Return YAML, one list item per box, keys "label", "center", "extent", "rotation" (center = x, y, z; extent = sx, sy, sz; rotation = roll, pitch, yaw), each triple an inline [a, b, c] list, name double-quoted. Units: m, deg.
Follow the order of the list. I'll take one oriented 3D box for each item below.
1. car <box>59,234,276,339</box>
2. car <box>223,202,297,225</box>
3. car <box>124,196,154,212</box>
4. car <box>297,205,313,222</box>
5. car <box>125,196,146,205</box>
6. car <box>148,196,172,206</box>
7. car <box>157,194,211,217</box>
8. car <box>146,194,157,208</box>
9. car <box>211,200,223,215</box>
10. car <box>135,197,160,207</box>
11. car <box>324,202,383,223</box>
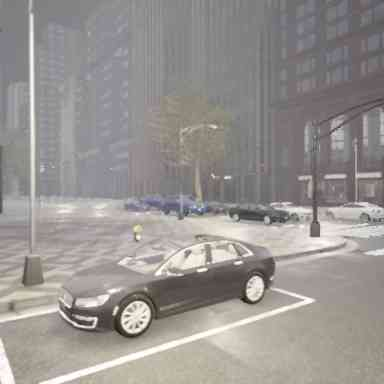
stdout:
- label: "car"
  center: [-0.238, 1.545, 6.484]
  extent: [4.403, 1.369, 2.008]
  rotation: [0, 0, -36]
- label: "car"
  center: [4.939, 1.515, 24.763]
  extent: [1.882, 1.535, 5.008]
  rotation: [0, 0, -37]
- label: "car"
  center: [-6.917, 1.619, 41.322]
  extent: [1.812, 1.442, 4.674]
  rotation: [0, 0, -35]
- label: "car"
  center: [7.582, 1.542, 26.660]
  extent: [1.812, 1.442, 4.674]
  rotation: [0, 0, -33]
- label: "car"
  center: [-10.845, 1.567, 63.692]
  extent: [1.882, 1.535, 5.008]
  rotation: [0, 0, -36]
- label: "car"
  center: [-5.476, 1.539, 56.250]
  extent: [1.882, 1.535, 5.008]
  rotation: [0, 0, -35]
- label: "car"
  center: [-0.906, 1.287, 32.922]
  extent: [2.150, 2.045, 5.566]
  rotation: [0, 0, -36]
- label: "car"
  center: [-4.244, 1.294, 43.178]
  extent: [2.150, 2.045, 5.566]
  rotation: [0, 0, -35]
- label: "car"
  center: [1.932, 1.590, 34.547]
  extent: [2.033, 1.411, 5.357]
  rotation: [0, 0, -35]
- label: "car"
  center: [-7.123, 1.556, 52.984]
  extent: [1.882, 1.535, 5.008]
  rotation: [0, 0, -35]
- label: "car"
  center: [12.545, 1.510, 25.649]
  extent: [1.812, 1.442, 4.674]
  rotation: [0, 0, -33]
